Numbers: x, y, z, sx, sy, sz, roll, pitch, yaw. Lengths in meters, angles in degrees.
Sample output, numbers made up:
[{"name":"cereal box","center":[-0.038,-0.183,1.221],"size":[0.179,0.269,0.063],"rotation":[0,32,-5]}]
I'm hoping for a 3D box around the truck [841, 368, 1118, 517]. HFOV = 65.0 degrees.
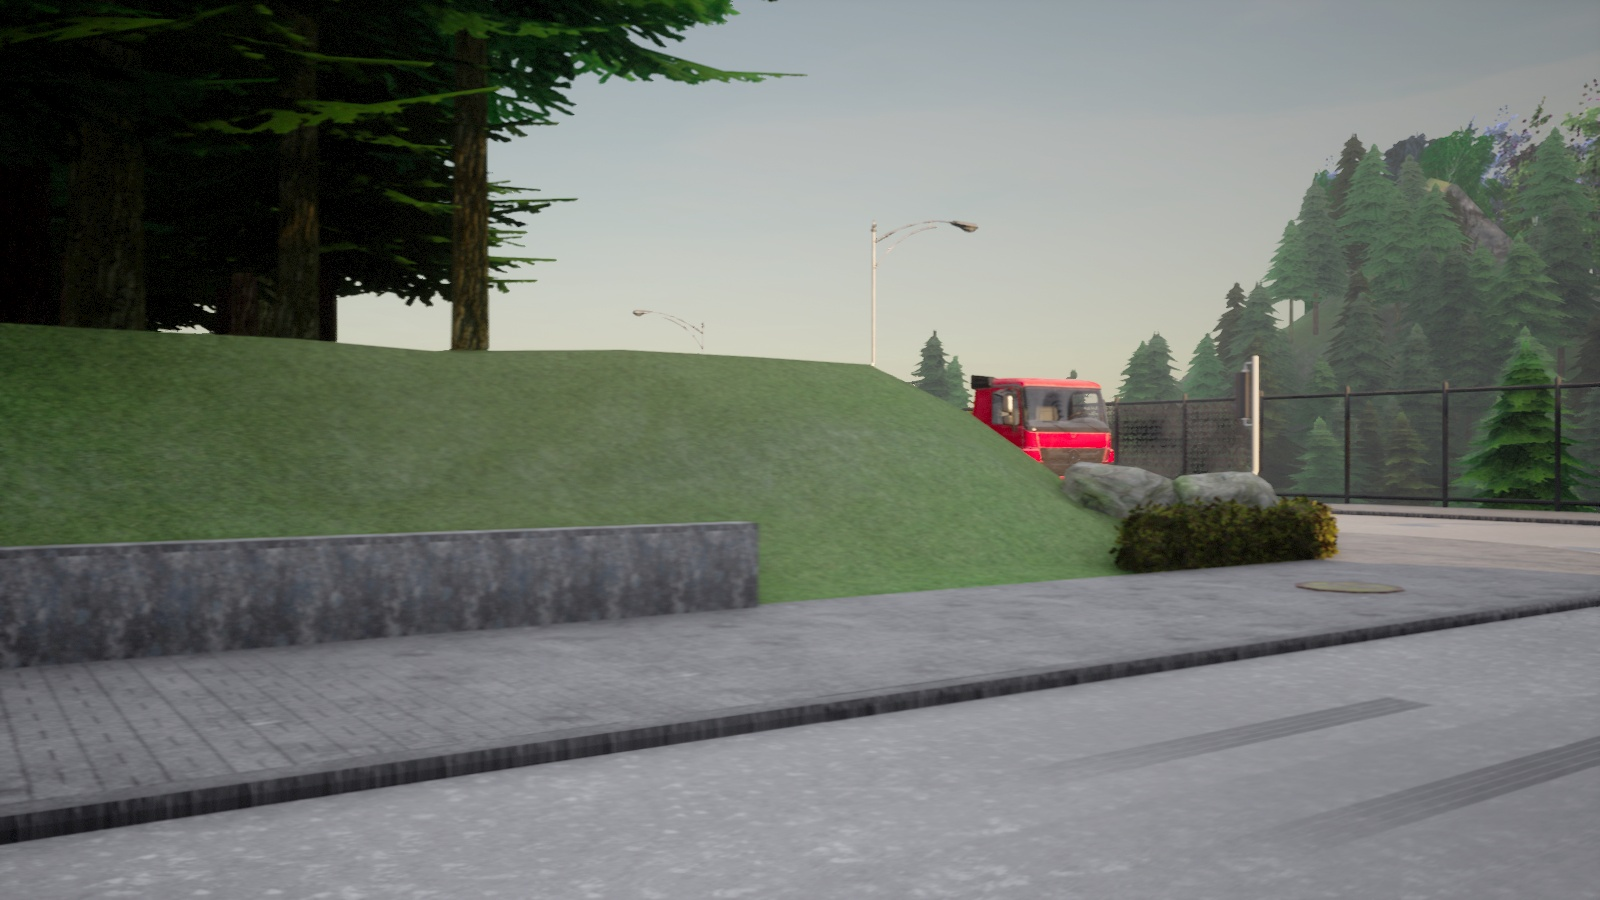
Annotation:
[{"name":"truck","center":[4.489,-0.165,33.446],"size":[2.891,3.462,7.936],"rotation":[0,0,-32]}]
